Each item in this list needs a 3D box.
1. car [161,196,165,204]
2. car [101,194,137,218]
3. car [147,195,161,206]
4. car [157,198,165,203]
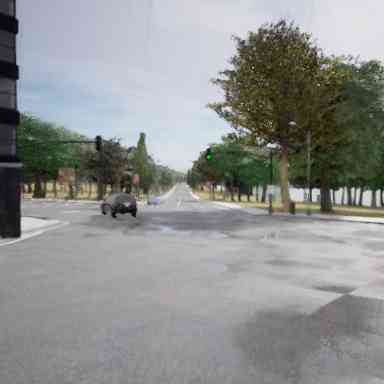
[{"bbox_3d":[-7.775,1.646,74.917,2.150,2.045,5.566,0,-1,-2],"label":"car"},{"bbox_3d":[-6.802,1.197,30.728,2.150,2.045,5.566,-1,1,-28],"label":"car"},{"bbox_3d":[-7.417,1.770,63.496,1.882,1.535,5.008,0,-1,-2],"label":"car"},{"bbox_3d":[-8.221,2.225,89.146,1.895,1.301,4.718,0,-1,-2],"label":"car"}]
